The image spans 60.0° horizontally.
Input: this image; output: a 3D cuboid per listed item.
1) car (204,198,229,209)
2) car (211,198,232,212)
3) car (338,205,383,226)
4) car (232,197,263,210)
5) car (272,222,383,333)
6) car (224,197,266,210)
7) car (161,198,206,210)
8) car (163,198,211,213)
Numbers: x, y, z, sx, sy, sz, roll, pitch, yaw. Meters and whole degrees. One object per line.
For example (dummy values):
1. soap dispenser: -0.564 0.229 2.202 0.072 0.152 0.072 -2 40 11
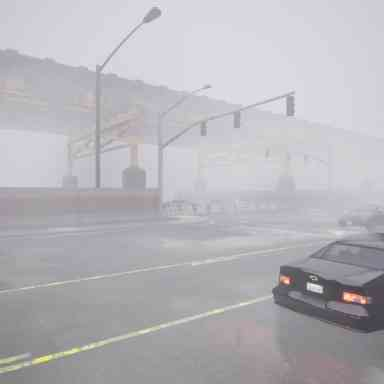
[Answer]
1. car: 2.906 1.295 38.757 1.853 1.218 4.536 0 0 17
2. car: 2.891 1.453 38.707 2.038 1.542 4.974 0 0 17
3. car: 11.012 1.526 20.678 4.674 1.442 1.812 0 0 -36
4. car: 6.712 1.295 42.499 4.536 1.218 1.853 0 0 -8
5. car: 3.954 1.547 6.671 5.357 1.411 2.033 0 0 -36
6. car: 6.764 1.453 42.506 4.974 1.542 2.038 0 0 -8
7. car: -0.879 1.295 35.992 4.536 1.218 1.853 0 0 7
8. car: -0.827 1.453 35.985 4.974 1.542 2.038 0 0 7
